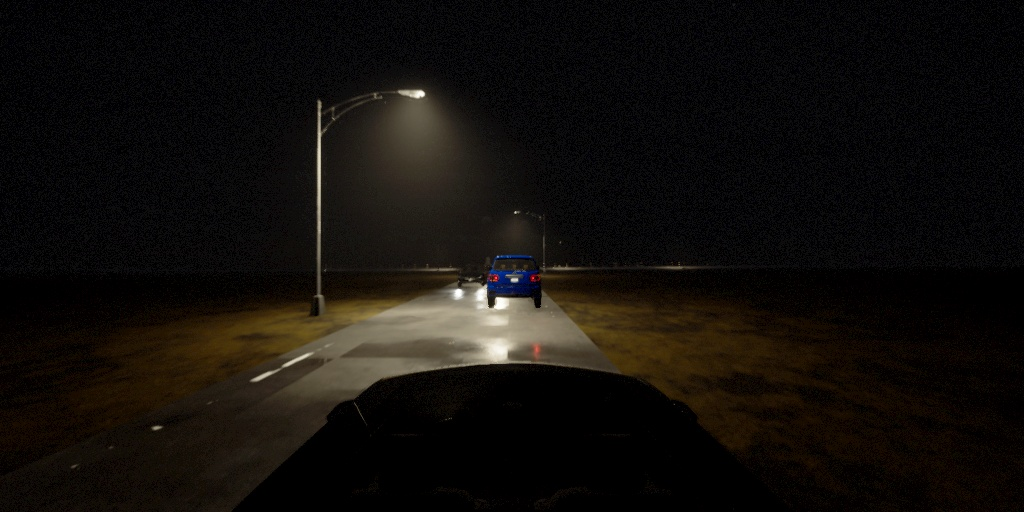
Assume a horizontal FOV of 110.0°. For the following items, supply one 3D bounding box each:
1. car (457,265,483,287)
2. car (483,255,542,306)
[{"bbox_3d":[-2.764,1.396,26.037,1.837,1.490,4.892,0,-1,0],"label":"car"},{"bbox_3d":[0.092,1.009,15.936,2.150,2.045,5.566,0,0,0],"label":"car"}]
